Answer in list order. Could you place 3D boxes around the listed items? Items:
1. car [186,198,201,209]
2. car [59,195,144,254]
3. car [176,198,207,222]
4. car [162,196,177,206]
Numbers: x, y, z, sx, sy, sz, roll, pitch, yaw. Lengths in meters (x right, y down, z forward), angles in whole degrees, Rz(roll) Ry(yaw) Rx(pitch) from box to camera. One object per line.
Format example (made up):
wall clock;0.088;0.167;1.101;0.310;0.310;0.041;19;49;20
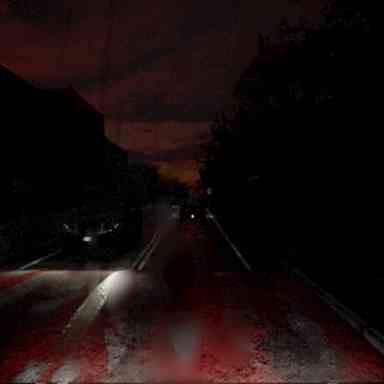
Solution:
car;0.183;1.398;43.048;1.895;1.301;4.718;0;0;0
car;-3.321;1.139;13.374;2.150;2.045;5.566;0;0;0
car;0.075;1.351;24.807;1.837;1.490;4.892;0;1;1
car;-3.195;1.342;49.579;1.812;1.442;4.674;0;0;1
